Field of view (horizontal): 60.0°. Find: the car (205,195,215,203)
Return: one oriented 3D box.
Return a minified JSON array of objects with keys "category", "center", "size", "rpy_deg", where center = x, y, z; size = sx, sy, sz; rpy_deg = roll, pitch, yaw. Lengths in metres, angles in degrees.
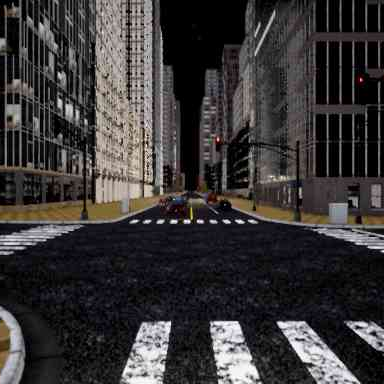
[{"category":"car","center":[3.729,1.396,69.384],"size":[1.967,1.590,4.097],"rpy_deg":[0,0,0]}]

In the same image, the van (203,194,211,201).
[{"category":"van","center":[3.677,1.280,80.439],"size":[1.690,1.788,3.998],"rpy_deg":[0,0,0]}]

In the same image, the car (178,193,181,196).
[{"category":"car","center":[-1.579,1.508,66.618],"size":[2.033,1.411,5.357],"rpy_deg":[0,0,0]}]

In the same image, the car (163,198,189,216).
[{"category":"car","center":[-1.517,1.564,33.077],"size":[1.994,1.385,4.181],"rpy_deg":[0,0,0]}]

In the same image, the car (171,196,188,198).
[{"category":"car","center":[-1.573,1.589,45.731],"size":[1.895,1.301,4.718],"rpy_deg":[0,0,0]}]

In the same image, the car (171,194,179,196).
[{"category":"car","center":[-4.125,1.531,63.819],"size":[1.947,1.339,4.313],"rpy_deg":[0,0,0]}]

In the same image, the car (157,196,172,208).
[{"category":"car","center":[-4.048,1.568,47.236],"size":[1.802,1.307,4.206],"rpy_deg":[0,0,0]}]

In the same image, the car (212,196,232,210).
[{"category":"car","center":[3.908,1.558,41.747],"size":[1.947,1.339,4.313],"rpy_deg":[0,0,0]}]

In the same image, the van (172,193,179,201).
[{"category":"van","center":[-4.229,1.271,85.929],"size":[1.690,1.788,3.998],"rpy_deg":[0,0,0]}]

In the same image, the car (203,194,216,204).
[{"category":"car","center":[3.755,1.280,63.855],"size":[2.192,1.841,5.009],"rpy_deg":[0,0,0]}]

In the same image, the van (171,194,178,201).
[{"category":"van","center":[-4.203,1.280,80.402],"size":[1.690,1.788,3.998],"rpy_deg":[0,0,0]}]
